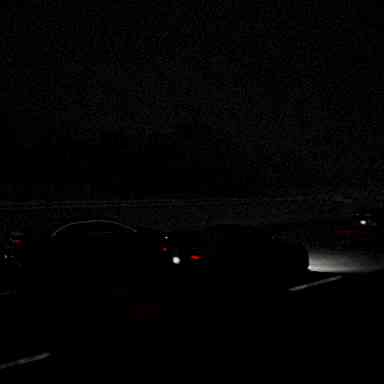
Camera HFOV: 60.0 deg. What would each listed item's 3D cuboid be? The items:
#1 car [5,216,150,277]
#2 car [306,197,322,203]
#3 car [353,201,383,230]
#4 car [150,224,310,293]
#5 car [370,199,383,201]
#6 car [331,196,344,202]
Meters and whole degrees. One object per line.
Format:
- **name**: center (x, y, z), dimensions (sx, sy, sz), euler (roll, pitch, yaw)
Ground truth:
- **car**: center (-2.947, 1.495, 10.244), dimensions (4.902, 1.511, 2.128), euler (0, 0, -36)
- **car**: center (23.420, 1.670, 63.561), dimensions (2.128, 1.511, 4.902), euler (1, 1, 38)
- **car**: center (12.026, 1.525, 20.933), dimensions (4.892, 1.490, 1.837), euler (0, 0, -36)
- **car**: center (1.262, 1.569, 8.949), dimensions (4.181, 1.385, 1.994), euler (0, 0, -36)
- **car**: center (31.169, 1.861, 56.242), dimensions (5.357, 1.411, 2.033), euler (1, -1, -35)
- **car**: center (33.238, 1.593, 75.982), dimensions (1.812, 1.442, 4.674), euler (1, 1, 39)
